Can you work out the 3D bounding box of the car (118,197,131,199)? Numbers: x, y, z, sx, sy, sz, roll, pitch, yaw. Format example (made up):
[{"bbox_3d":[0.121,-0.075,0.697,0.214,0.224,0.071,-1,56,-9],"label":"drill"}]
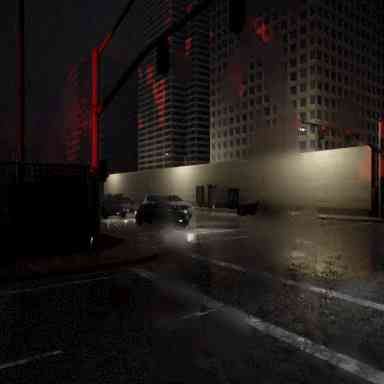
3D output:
[{"bbox_3d":[-7.772,1.545,35.589,1.895,1.301,4.718,0,0,-35],"label":"car"}]

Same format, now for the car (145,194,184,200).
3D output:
[{"bbox_3d":[-2.106,1.166,27.636,2.150,2.045,5.566,0,0,-35],"label":"car"}]

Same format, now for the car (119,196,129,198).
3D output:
[{"bbox_3d":[-11.029,1.436,52.560,2.128,1.511,4.902,0,0,-35],"label":"car"}]

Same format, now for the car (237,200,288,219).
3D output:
[{"bbox_3d":[5.978,1.436,28.706,2.128,1.511,4.902,0,0,-36],"label":"car"}]

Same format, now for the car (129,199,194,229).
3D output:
[{"bbox_3d":[-2.042,1.449,21.477,1.837,1.490,4.892,0,0,-35],"label":"car"}]

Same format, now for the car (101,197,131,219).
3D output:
[{"bbox_3d":[-7.367,1.470,28.988,1.812,1.442,4.674,0,0,-35],"label":"car"}]
